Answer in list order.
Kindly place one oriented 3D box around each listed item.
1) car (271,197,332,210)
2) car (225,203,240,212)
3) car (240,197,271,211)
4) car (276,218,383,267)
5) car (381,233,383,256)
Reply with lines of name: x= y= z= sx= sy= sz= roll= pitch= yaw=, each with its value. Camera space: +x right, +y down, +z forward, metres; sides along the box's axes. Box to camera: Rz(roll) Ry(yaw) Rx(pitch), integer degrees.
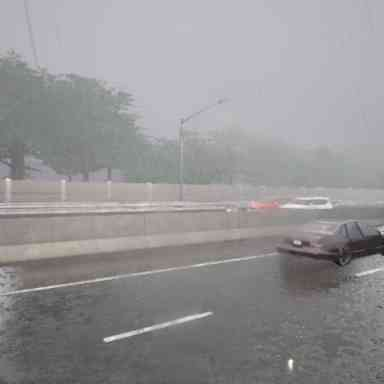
car: x=9.568 y=1.449 z=28.014 sx=5.566 sy=2.045 sz=2.150 roll=1 pitch=0 yaw=-35
car: x=5.541 y=1.720 z=33.737 sx=4.902 sy=1.511 sz=2.128 roll=1 pitch=0 yaw=-35
car: x=7.461 y=1.448 z=30.810 sx=5.566 sy=2.045 sz=2.150 roll=1 pitch=0 yaw=-35
car: x=5.335 y=1.653 z=11.852 sx=5.357 sy=1.411 sz=2.033 roll=1 pitch=0 yaw=-35
car: x=7.165 y=1.667 z=8.864 sx=4.181 sy=1.385 sz=1.994 roll=1 pitch=0 yaw=-35
